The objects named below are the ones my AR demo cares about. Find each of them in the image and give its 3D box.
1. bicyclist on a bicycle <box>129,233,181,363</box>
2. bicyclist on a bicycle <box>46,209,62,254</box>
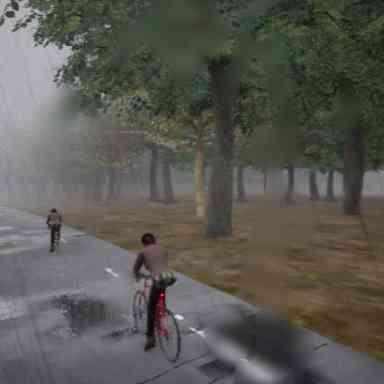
[{"bbox_3d":[-0.566,1.436,4.819,0.582,1.620,1.656,-1,0,-30],"label":"bicyclist on a bicycle"},{"bbox_3d":[-5.189,1.465,12.590,0.582,1.620,1.656,-1,0,-31],"label":"bicyclist on a bicycle"}]
